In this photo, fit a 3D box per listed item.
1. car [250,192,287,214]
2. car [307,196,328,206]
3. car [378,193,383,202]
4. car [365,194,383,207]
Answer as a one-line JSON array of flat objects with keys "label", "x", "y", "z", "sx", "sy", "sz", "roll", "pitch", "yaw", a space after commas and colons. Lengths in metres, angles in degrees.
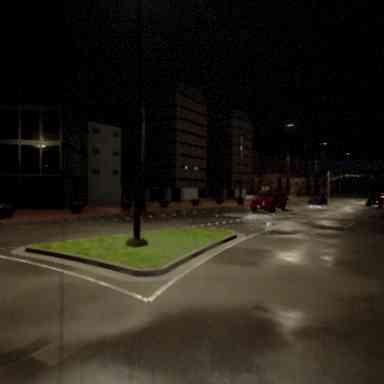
[{"label": "car", "x": 7.874, "y": 1.028, "z": 33.768, "sx": 2.150, "sy": 2.045, "sz": 5.566, "roll": 1, "pitch": 0, "yaw": 35}, {"label": "car", "x": 18.597, "y": 1.325, "z": 49.128, "sx": 2.033, "sy": 1.411, "sz": 5.357, "roll": 1, "pitch": 1, "yaw": 35}, {"label": "car", "x": 36.216, "y": 1.013, "z": 62.082, "sx": 2.097, "sy": 1.767, "sz": 4.553, "roll": 1, "pitch": 1, "yaw": 35}, {"label": "car", "x": 25.982, "y": 1.401, "z": 47.329, "sx": 2.033, "sy": 1.411, "sz": 5.357, "roll": 1, "pitch": 1, "yaw": 36}]
